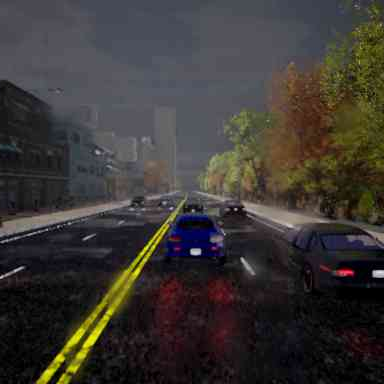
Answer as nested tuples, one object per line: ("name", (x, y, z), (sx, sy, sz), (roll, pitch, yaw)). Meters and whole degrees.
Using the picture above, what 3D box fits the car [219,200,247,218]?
("car", (3.350, 1.354, 27.830), (2.033, 1.411, 5.357), (0, 0, 0))

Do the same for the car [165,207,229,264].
("car", (0.110, 1.446, 11.380), (1.812, 1.442, 4.674), (0, 0, 0))

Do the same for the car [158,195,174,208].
("car", (-3.333, 1.190, 43.318), (2.128, 1.511, 4.902), (0, 0, 0))

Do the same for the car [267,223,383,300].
("car", (3.350, 1.488, 8.430), (2.033, 1.411, 5.357), (0, 0, 0))

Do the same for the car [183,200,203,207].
("car", (0.100, 1.377, 32.167), (1.895, 1.301, 4.718), (0, 0, 0))

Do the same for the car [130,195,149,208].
("car", (-6.583, 1.212, 42.100), (1.837, 1.490, 4.892), (0, 1, 0))
